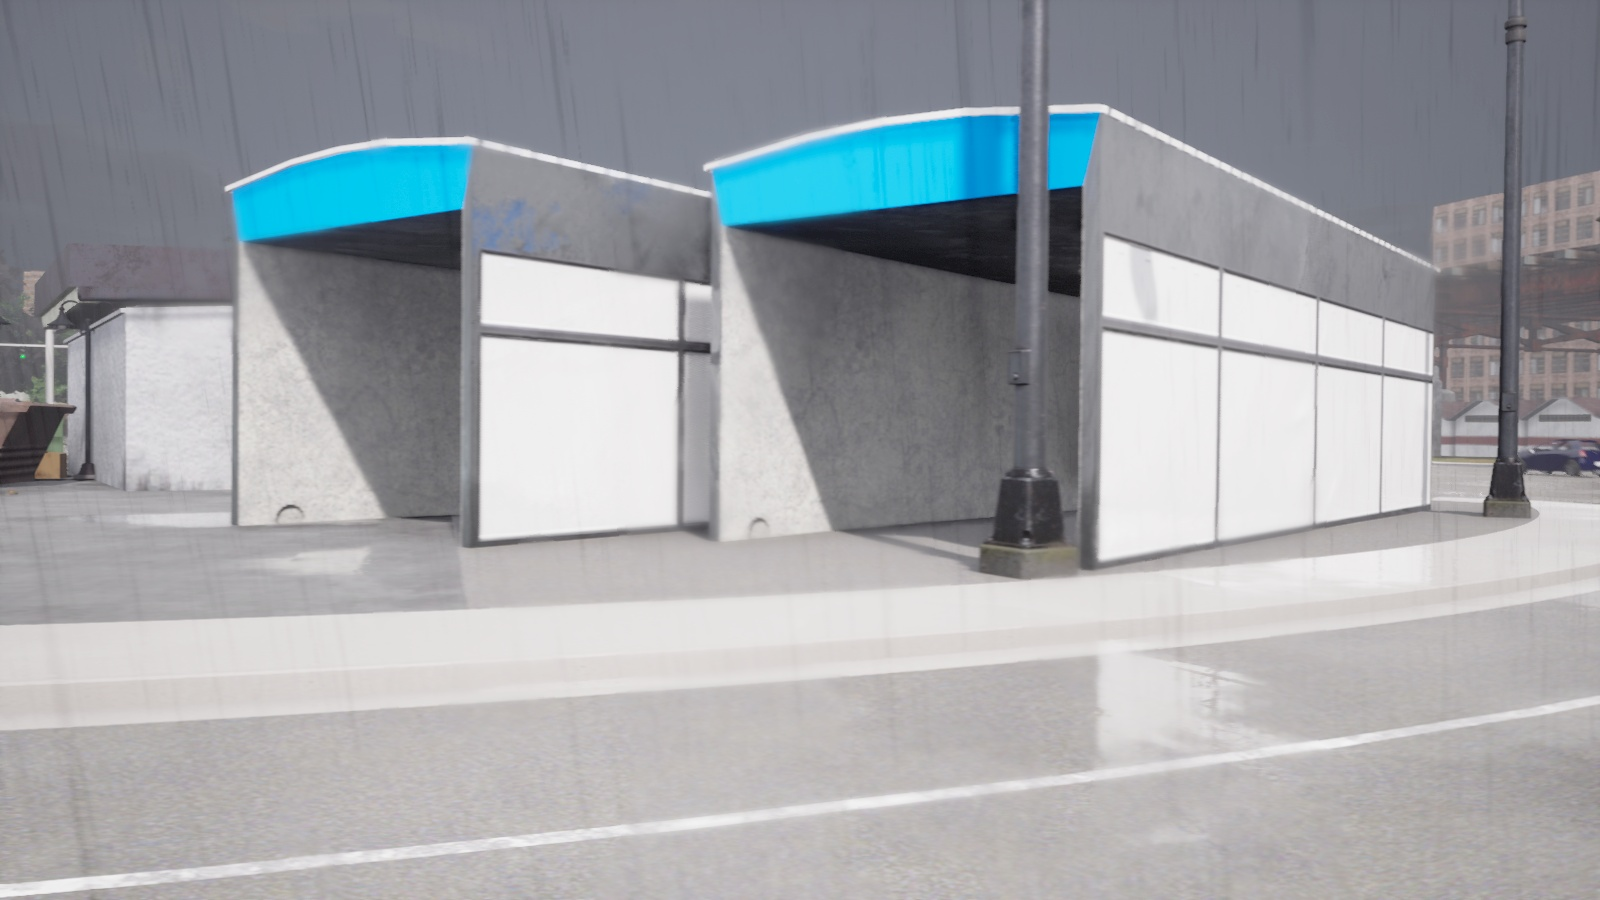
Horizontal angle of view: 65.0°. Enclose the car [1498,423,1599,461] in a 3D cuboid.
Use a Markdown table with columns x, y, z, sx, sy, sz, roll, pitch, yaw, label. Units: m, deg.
| x | y | z | sx | sy | sz | roll | pitch | yaw | label |
| --- | --- | --- | --- | --- | --- | --- | --- | --- | --- |
| 31.137 | -0.339 | 51.990 | 1.845 | 1.501 | 3.633 | -1 | 1 | -18 | car |
